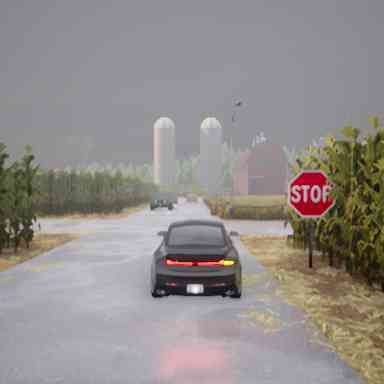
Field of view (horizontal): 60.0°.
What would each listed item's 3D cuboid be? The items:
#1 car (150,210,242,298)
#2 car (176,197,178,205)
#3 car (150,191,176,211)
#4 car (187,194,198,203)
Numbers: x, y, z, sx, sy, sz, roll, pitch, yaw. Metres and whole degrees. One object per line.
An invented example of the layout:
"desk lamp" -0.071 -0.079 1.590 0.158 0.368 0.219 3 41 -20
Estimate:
"car" 0.136 1.443 8.350 1.837 1.490 4.892 0 1 2
"car" -3.167 1.197 49.964 1.994 1.385 4.181 0 1 0
"car" -3.185 0.919 36.033 2.150 2.045 5.566 0 0 0
"car" 0.014 1.046 58.711 1.882 1.535 5.008 0 0 0
